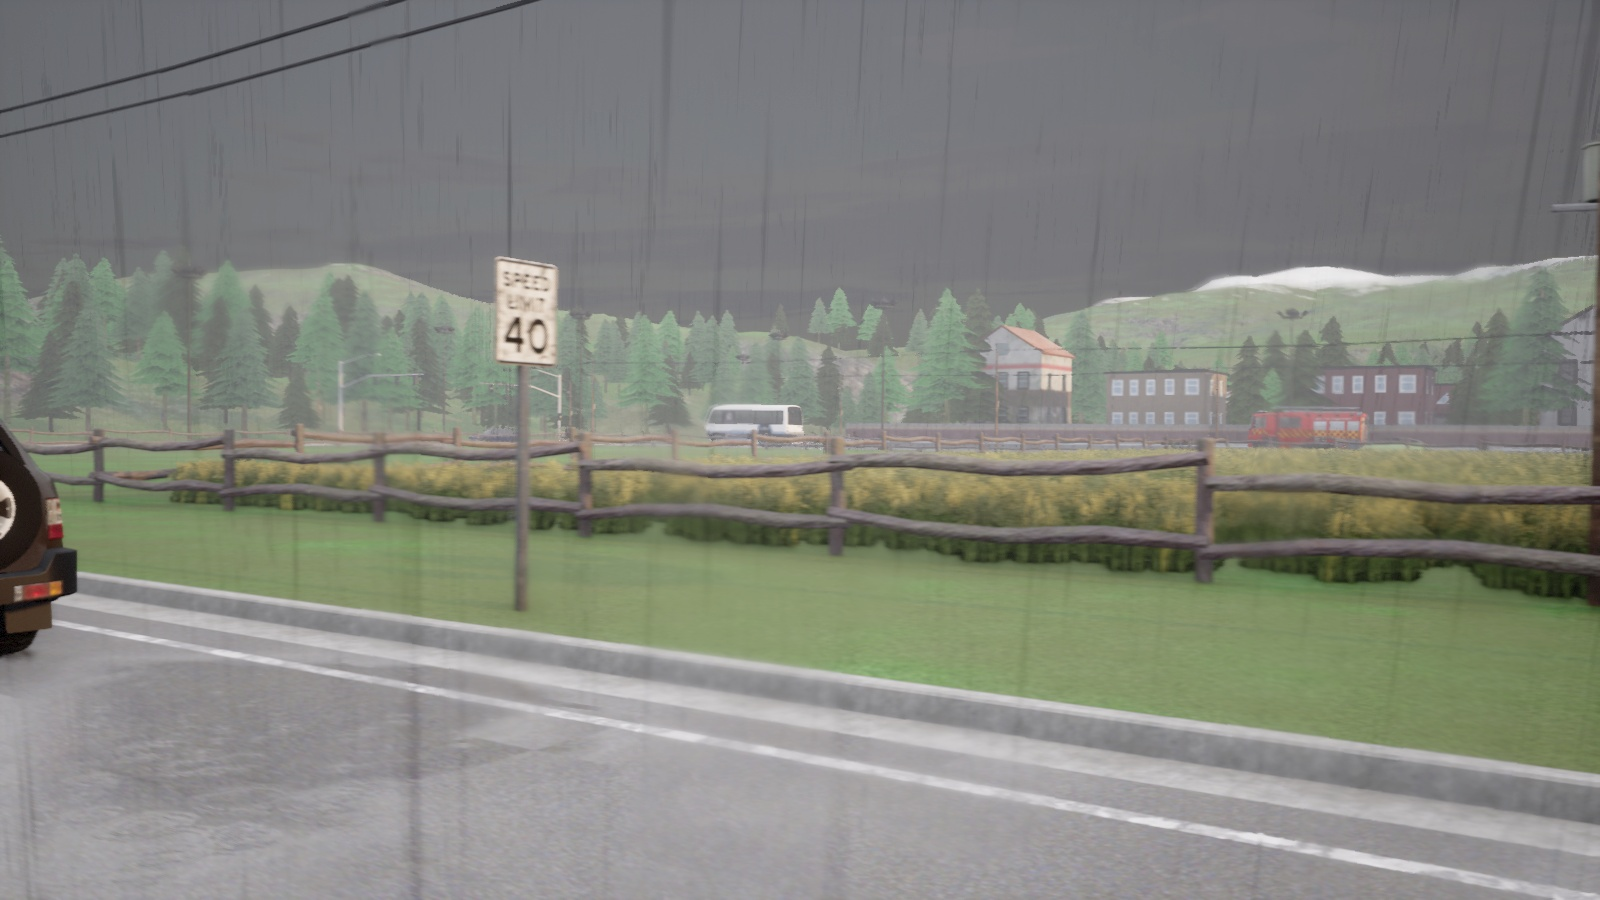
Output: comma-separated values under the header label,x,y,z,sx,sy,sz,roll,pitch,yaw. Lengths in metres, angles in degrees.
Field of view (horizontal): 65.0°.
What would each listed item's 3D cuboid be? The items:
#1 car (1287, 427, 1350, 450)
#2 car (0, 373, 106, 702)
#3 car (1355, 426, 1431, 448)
label,x,y,z,sx,sy,sz,roll,pitch,yaw
car,36.047,-0.810,87.313,3.705,1.549,1.789,0,1,34
car,-6.650,0.498,8.037,4.605,1.855,1.932,0,1,34
car,41.483,-0.898,87.880,4.514,1.525,2.007,0,1,34
